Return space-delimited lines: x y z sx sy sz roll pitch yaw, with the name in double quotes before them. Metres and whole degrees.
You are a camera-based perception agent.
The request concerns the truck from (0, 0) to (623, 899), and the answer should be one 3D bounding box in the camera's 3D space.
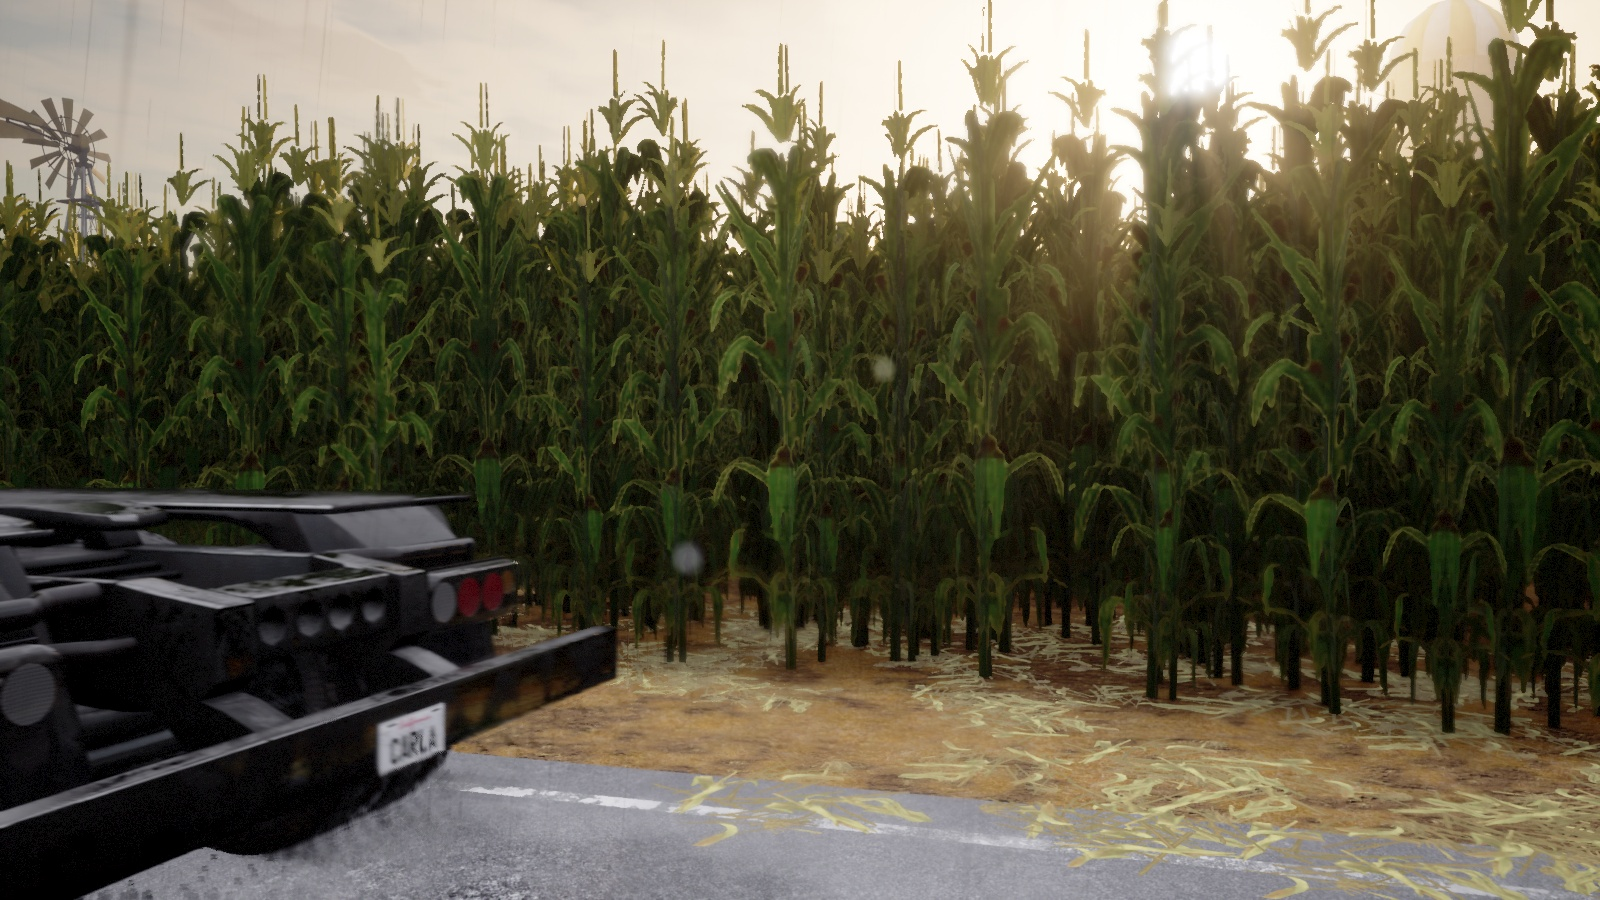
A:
"truck" -4.921 -0.252 4.869 7.936 3.462 2.891 1 1 19
